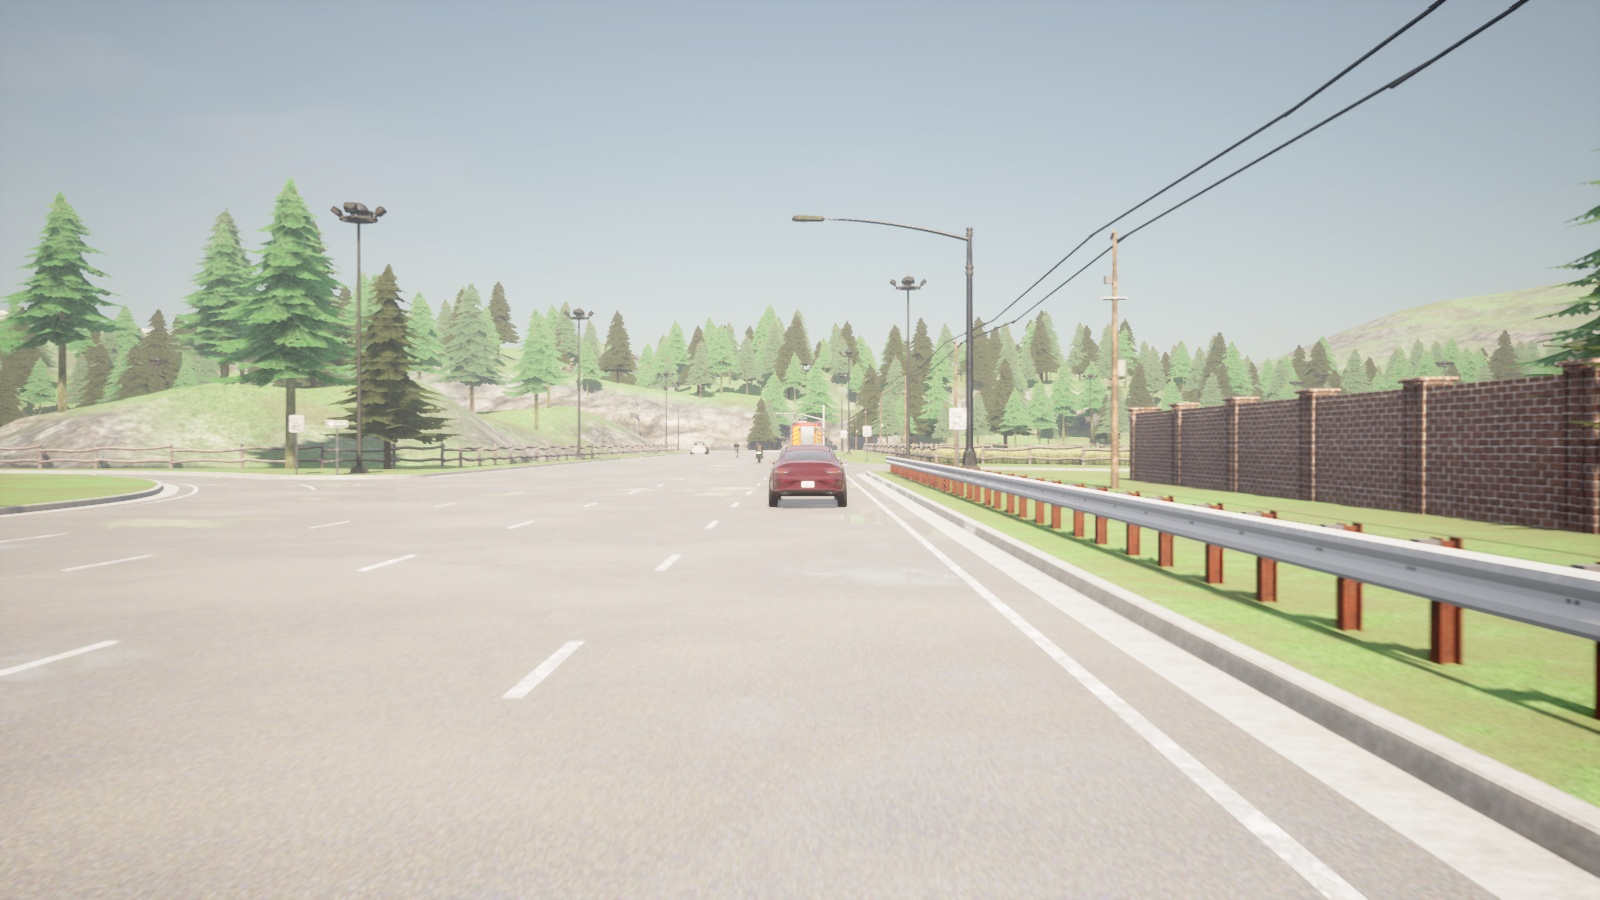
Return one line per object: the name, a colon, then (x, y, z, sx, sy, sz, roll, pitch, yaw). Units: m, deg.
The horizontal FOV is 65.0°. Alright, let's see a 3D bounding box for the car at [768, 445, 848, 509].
car: (0.190, 0.599, 30.777, 1.812, 1.442, 4.674, 0, 0, 0)
